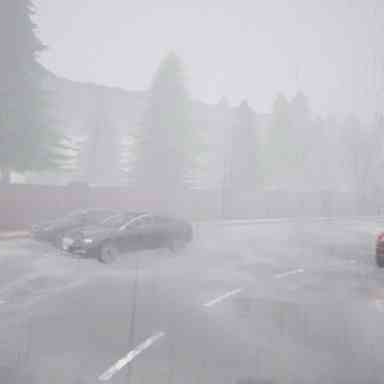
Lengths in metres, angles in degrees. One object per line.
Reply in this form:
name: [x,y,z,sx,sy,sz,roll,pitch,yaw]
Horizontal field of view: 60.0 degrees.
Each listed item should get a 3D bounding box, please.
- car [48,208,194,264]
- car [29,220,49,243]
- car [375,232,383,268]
car: [-2.084,1.455,11.771,4.902,1.511,2.128,1,0,-44]
car: [-4.531,1.441,14.522,4.674,1.442,1.812,1,0,-44]
car: [7.841,1.515,10.503,4.553,1.767,2.097,1,0,-34]
